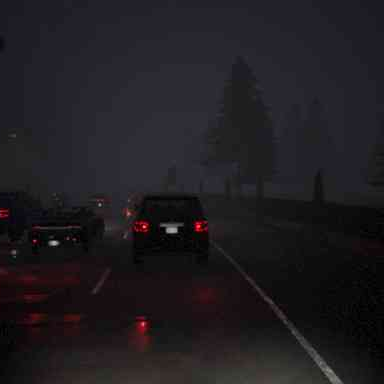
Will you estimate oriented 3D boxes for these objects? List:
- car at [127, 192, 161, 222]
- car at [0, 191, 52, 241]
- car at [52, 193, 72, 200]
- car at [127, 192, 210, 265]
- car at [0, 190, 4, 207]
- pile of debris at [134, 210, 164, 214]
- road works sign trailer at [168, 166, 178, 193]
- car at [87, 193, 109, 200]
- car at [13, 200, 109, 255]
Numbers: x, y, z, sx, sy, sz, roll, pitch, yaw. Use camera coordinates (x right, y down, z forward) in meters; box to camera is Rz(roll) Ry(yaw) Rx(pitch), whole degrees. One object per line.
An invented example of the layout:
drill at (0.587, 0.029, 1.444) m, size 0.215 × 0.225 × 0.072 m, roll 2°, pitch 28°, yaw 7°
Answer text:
car at (-3.626, 0.948, 24.343) m, size 1.882 × 1.535 × 5.008 m, roll -2°, pitch 5°, yaw -15°
car at (-8.325, 0.940, 14.964) m, size 2.150 × 2.045 × 5.566 m, roll 0°, pitch 1°, yaw -9°
car at (-13.540, 0.845, 34.485) m, size 2.128 × 1.511 × 4.902 m, roll 0°, pitch 1°, yaw -20°
car at (-0.775, 1.011, 11.119) m, size 2.150 × 2.045 × 5.566 m, roll 0°, pitch 1°, yaw -6°
car at (-22.033, 0.673, 36.357) m, size 2.097 × 1.767 × 4.553 m, roll -1°, pitch 1°, yaw -24°
pile of debris at (-3.442, 1.625, 26.857) m, size 1.500 × 0.140 × 1.860 m, roll -1°, pitch 1°, yaw 38°
road works sign trailer at (-1.385, -0.081, 25.431) m, size 2.880 × 3.560 × 2.380 m, roll 3°, pitch -2°, yaw -15°
car at (-9.292, 0.886, 32.978) m, size 1.837 × 1.490 × 4.892 m, roll 0°, pitch 1°, yaw -19°
car at (-4.445, 1.258, 12.354) m, size 2.128 × 1.511 × 4.902 m, roll 0°, pitch 1°, yaw -7°
